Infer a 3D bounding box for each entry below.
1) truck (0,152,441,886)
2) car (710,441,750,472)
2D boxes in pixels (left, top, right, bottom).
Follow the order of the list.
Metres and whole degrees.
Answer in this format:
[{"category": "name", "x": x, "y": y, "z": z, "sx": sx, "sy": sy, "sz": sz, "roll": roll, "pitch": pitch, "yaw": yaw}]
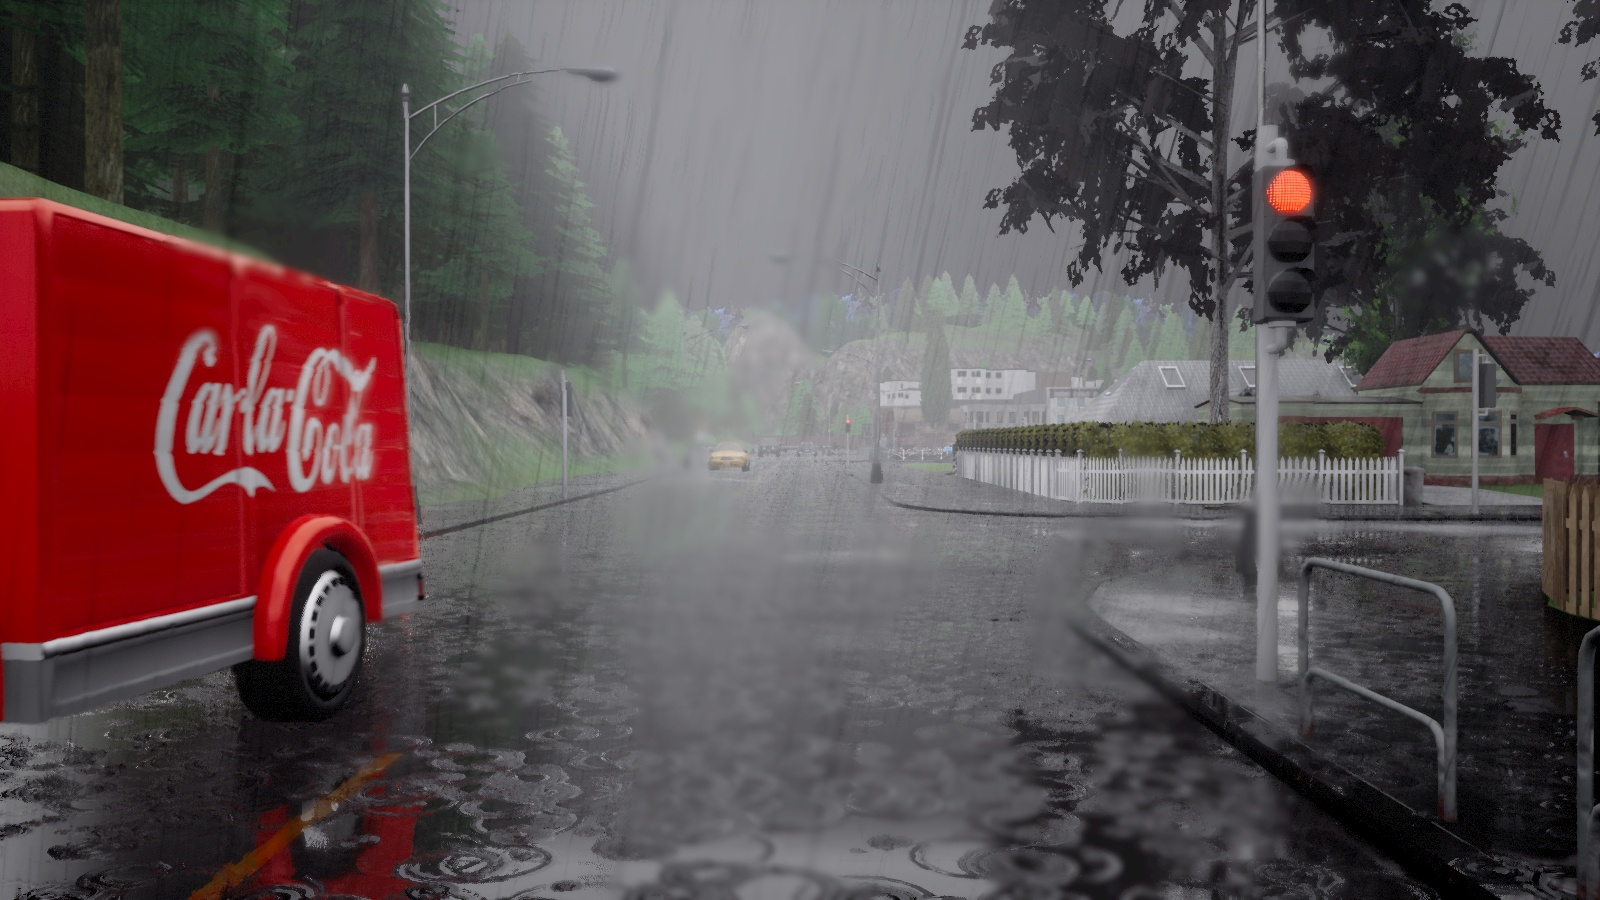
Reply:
[{"category": "truck", "x": -3.871, "y": 0.225, "z": 5.620, "sx": 2.627, "sy": 2.467, "sz": 5.204, "roll": 0, "pitch": 0, "yaw": 6}, {"category": "car", "x": -3.626, "y": 0.311, "z": 65.880, "sx": 1.801, "sy": 1.575, "sz": 5.366, "roll": 0, "pitch": 0, "yaw": 0}]
